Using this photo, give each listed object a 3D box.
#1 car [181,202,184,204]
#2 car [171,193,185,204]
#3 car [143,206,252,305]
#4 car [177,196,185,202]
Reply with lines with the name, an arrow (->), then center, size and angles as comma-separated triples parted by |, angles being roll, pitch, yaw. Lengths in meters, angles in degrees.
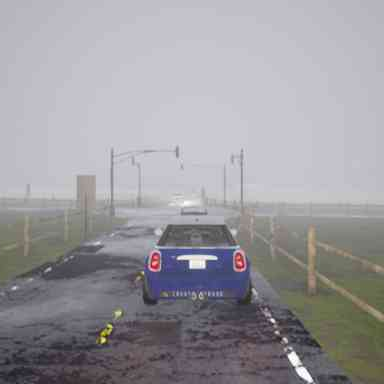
car -> 0.104, 1.496, 17.397 | 1.837, 1.490, 4.892 | 0, 0, 0
car -> -2.739, 1.194, 64.487 | 2.150, 2.045, 5.566 | 0, 0, 1
car -> 0.101, 1.347, 8.231 | 2.097, 1.767, 4.553 | 0, 0, 0
car -> -2.639, 1.566, 79.651 | 1.895, 1.301, 4.718 | 0, 0, 0
